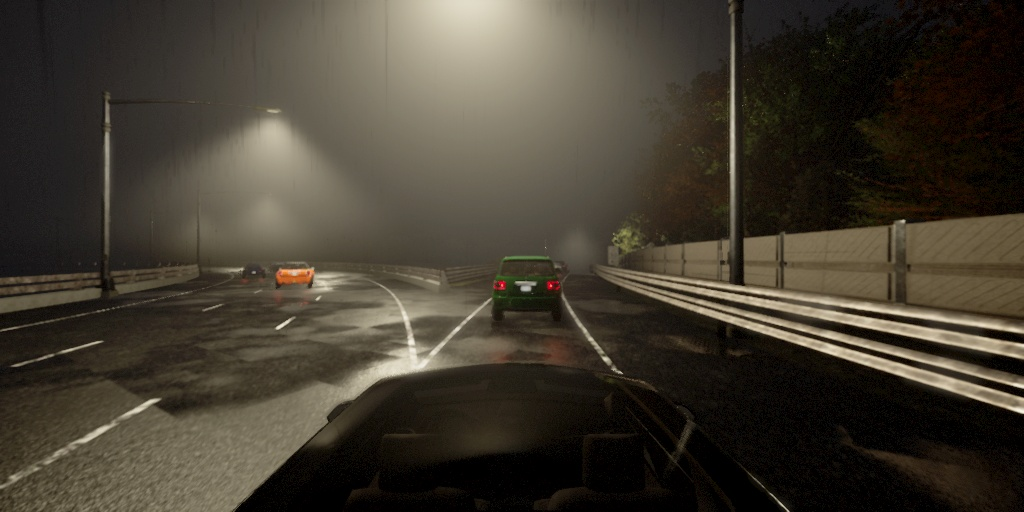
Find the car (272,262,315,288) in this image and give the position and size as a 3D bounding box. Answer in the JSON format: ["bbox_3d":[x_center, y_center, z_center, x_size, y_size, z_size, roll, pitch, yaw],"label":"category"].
[{"bbox_3d":[-15.050,1.205,25.056,2.097,1.767,4.553,0,0,-27],"label":"car"}]

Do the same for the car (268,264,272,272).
[{"bbox_3d":[-31.460,1.504,48.441,2.033,1.411,5.357,0,0,-43],"label":"car"}]

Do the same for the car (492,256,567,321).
[{"bbox_3d":[0.597,1.026,12.950,2.150,2.045,5.566,0,0,4],"label":"car"}]

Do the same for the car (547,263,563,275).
[{"bbox_3d":[5.599,1.632,46.096,1.812,1.442,4.674,0,-2,11],"label":"car"}]

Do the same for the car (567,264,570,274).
[{"bbox_3d":[7.941,1.848,58.874,2.150,2.045,5.566,0,-3,12],"label":"car"}]

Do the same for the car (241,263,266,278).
[{"bbox_3d":[-26.346,1.429,36.616,1.812,1.442,4.674,0,0,-36],"label":"car"}]
